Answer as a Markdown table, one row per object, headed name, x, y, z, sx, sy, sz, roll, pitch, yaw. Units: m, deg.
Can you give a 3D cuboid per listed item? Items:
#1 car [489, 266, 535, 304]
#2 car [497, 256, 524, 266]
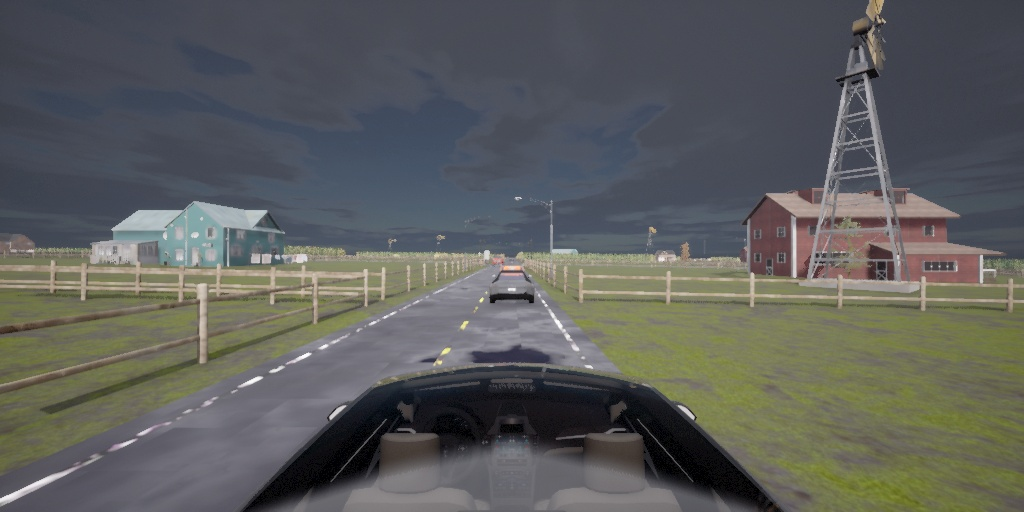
| name | x | y | z | sx | sy | sz | roll | pitch | yaw |
| --- | --- | --- | --- | --- | --- | --- | --- | --- | --- |
| car | 0.000 | 1.324 | 16.500 | 1.994 | 1.385 | 4.181 | 0 | 0 | 0 |
| car | 0.000 | 1.124 | 31.470 | 2.097 | 1.767 | 4.553 | 0 | 0 | 0 |
